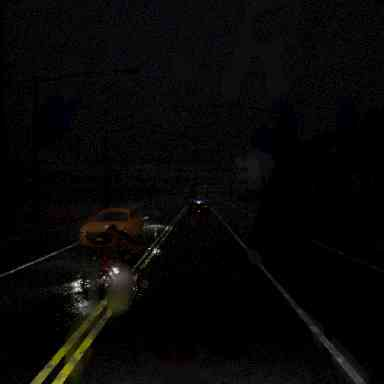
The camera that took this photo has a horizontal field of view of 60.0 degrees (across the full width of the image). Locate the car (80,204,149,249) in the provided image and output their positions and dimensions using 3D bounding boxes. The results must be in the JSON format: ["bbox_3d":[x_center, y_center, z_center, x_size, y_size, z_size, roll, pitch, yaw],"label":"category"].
[{"bbox_3d":[-3.348,1.478,14.695,1.882,1.535,5.008,0,0,1],"label":"car"}]

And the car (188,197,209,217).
[{"bbox_3d":[0.659,1.492,31.867,2.128,1.511,4.902,0,0,1],"label":"car"}]

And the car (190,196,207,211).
[{"bbox_3d":[0.835,1.352,42.066,2.097,1.767,4.553,0,0,1],"label":"car"}]

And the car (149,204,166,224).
[{"bbox_3d":[-3.069,1.564,24.866,1.994,1.385,4.181,0,0,1],"label":"car"}]

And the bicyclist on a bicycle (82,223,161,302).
[{"bbox_3d":[-1.465,1.455,6.834,1.656,1.620,0.582,-2,0,1],"label":"bicyclist on a bicycle"}]
